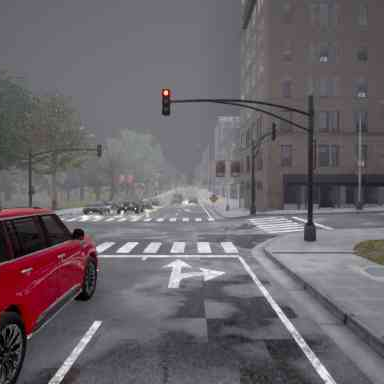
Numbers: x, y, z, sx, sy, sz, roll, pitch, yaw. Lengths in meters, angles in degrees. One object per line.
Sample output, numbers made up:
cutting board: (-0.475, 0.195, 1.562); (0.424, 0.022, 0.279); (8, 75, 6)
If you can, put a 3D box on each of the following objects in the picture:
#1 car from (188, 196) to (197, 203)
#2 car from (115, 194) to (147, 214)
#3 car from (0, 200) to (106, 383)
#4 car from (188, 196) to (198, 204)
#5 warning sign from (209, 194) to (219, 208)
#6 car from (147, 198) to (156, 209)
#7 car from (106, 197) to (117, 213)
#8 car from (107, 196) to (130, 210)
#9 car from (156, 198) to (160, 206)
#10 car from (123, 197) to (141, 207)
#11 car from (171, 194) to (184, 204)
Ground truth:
car: (0.116, 1.622, 75.307); (1.837, 1.490, 4.892); (0, 0, 0)
car: (-6.547, 1.252, 35.828); (2.150, 2.045, 5.566); (0, 0, 0)
car: (-3.119, 1.220, 5.166); (2.150, 2.045, 5.566); (0, 0, -2)
car: (0.201, 1.655, 65.034); (2.033, 1.411, 5.357); (0, 0, 0)
warning sign: (2.940, 1.168, 45.026); (1.300, 1.860, 1.060); (1, 1, 0)
car: (-6.532, 1.579, 45.583); (1.812, 1.442, 4.674); (0, 0, 0)
car: (-9.799, 1.575, 34.944); (2.033, 1.411, 5.357); (0, 0, 0)
car: (-9.781, 1.402, 44.475); (2.097, 1.767, 4.553); (0, 0, 0)
car: (-6.489, 1.648, 55.448); (1.994, 1.385, 4.181); (0, 0, 1)
car: (-9.755, 1.573, 54.691); (2.128, 1.511, 4.902); (0, 0, 0)
car: (-3.051, 1.654, 64.624); (2.033, 1.411, 5.357); (0, 0, 0)
